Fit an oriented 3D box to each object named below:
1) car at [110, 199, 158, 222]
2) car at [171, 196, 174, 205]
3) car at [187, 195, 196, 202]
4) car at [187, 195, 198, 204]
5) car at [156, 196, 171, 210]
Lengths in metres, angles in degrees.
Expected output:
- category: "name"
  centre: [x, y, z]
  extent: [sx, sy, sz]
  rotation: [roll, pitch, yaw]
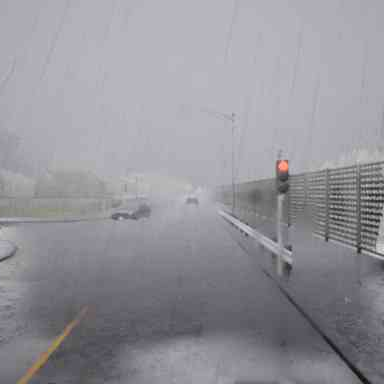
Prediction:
- category: "car"
  centre: [-4.687, 1.529, 26.869]
  extent: [2.033, 1.411, 5.357]
  rotation: [0, 0, 11]
- category: "car"
  centre: [-4.093, 1.451, 58.133]
  extent: [2.128, 1.511, 4.902]
  rotation: [0, 0, 0]
- category: "car"
  centre: [-0.022, 1.487, 77.431]
  extent: [2.033, 1.411, 5.357]
  rotation: [0, 0, 0]
- category: "car"
  centre: [0.087, 1.435, 62.272]
  extent: [1.882, 1.535, 5.008]
  rotation: [0, 0, 0]
- category: "car"
  centre: [-4.107, 1.497, 42.584]
  extent: [1.812, 1.442, 4.674]
  rotation: [0, 0, 0]
